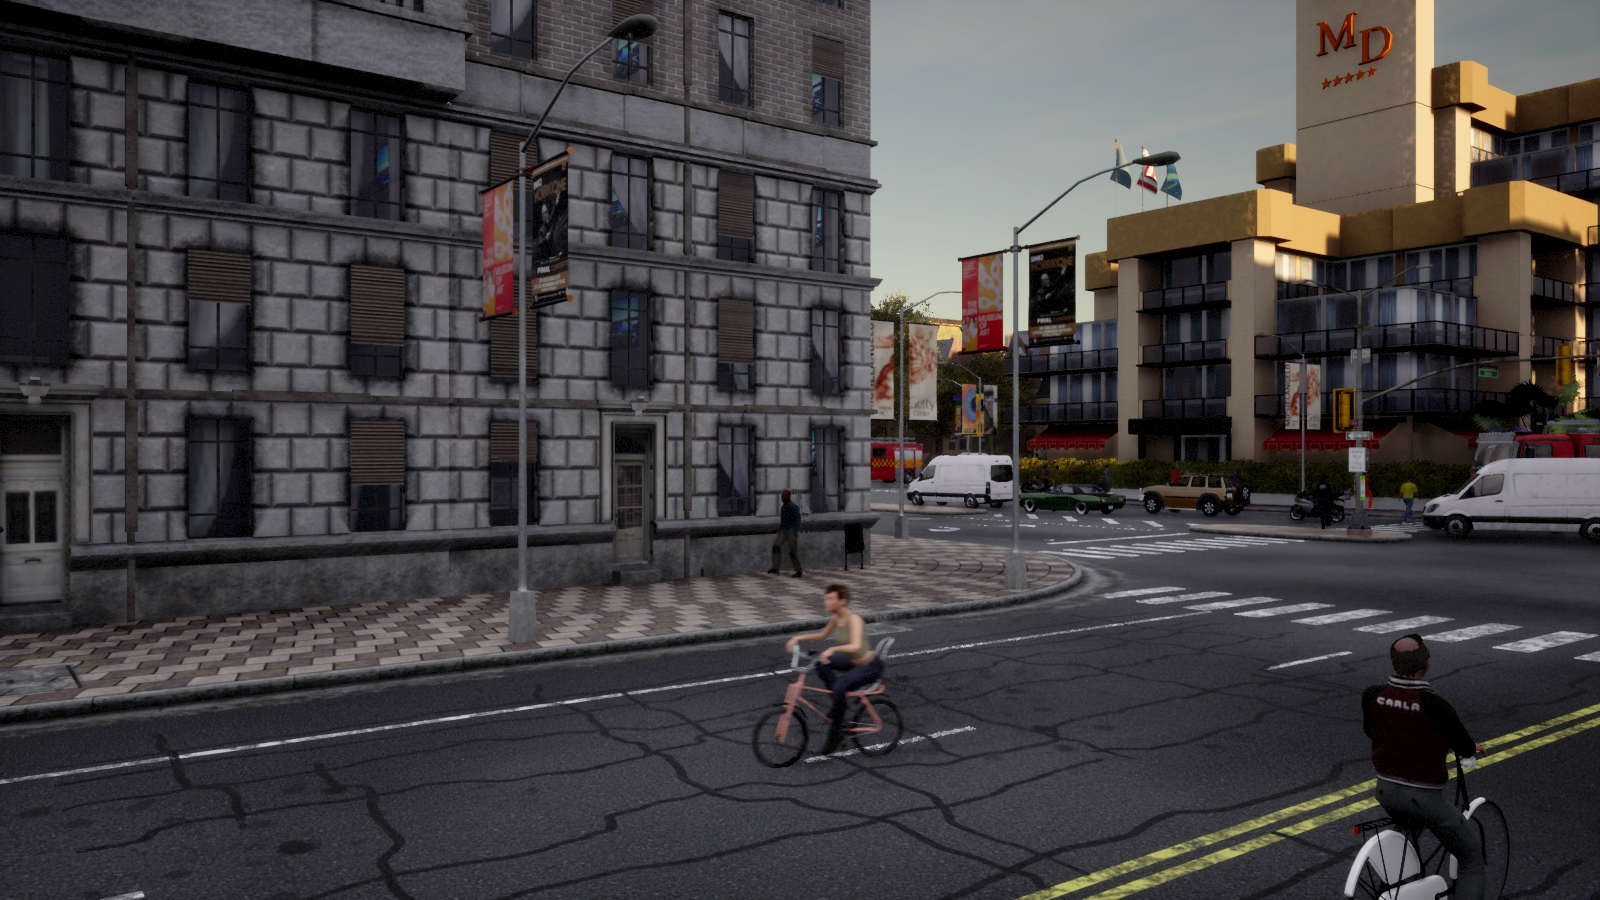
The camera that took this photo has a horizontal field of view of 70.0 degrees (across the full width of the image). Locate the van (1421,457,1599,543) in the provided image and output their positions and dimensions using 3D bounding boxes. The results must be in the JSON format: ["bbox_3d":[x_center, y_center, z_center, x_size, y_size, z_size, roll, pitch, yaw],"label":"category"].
[{"bbox_3d":[23.178,1.534,36.384,5.915,2.561,1.988,0,0,30],"label":"van"}]

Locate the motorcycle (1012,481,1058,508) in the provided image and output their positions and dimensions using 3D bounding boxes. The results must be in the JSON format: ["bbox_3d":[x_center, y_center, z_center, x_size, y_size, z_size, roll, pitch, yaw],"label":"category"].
[{"bbox_3d":[11.640,2.205,56.539,0.867,1.251,2.209,0,0,-37],"label":"motorcycle"}]

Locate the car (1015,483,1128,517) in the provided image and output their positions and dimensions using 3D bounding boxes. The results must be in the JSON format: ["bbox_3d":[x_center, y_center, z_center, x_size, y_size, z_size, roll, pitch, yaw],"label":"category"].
[{"bbox_3d":[11.885,2.155,50.351,1.895,1.301,4.718,0,0,-37],"label":"car"}]

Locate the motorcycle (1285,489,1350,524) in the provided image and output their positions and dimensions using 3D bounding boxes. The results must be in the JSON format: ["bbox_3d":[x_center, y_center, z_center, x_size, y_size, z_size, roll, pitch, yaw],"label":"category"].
[{"bbox_3d":[20.381,2.205,45.032,0.867,1.251,2.209,0,0,-40],"label":"motorcycle"}]

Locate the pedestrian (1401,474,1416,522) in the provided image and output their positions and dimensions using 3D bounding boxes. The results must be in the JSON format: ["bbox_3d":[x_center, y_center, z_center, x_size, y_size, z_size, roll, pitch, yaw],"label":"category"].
[{"bbox_3d":[23.576,1.848,44.244,0.375,1.860,0.375,0,0,-36],"label":"pedestrian"}]

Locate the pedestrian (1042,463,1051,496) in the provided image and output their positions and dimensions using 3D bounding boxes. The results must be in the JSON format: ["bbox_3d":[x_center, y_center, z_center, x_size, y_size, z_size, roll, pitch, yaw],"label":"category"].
[{"bbox_3d":[14.029,1.696,64.995,0.375,1.860,0.375,0,0,-39],"label":"pedestrian"}]

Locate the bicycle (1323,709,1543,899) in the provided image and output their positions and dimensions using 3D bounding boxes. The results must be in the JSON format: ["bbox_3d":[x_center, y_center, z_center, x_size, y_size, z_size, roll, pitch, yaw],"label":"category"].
[{"bbox_3d":[3.626,2.210,6.476,1.835,1.171,0.329,0,0,-35],"label":"bicycle"}]

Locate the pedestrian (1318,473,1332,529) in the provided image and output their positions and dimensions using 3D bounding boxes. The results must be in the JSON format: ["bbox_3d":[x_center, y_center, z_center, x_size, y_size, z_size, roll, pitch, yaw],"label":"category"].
[{"bbox_3d":[17.540,1.704,38.181,0.375,1.860,0.375,0,0,37],"label":"pedestrian"}]

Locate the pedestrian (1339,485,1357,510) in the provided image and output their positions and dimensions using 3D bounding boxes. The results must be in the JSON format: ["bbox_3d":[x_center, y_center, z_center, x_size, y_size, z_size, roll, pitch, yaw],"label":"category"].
[{"bbox_3d":[23.999,2.077,50.010,0.500,1.100,0.500,0,0,-27],"label":"pedestrian"}]

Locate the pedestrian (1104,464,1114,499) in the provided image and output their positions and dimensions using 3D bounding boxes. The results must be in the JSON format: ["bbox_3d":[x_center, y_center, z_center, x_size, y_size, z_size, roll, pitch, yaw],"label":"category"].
[{"bbox_3d":[16.672,1.696,61.691,0.375,1.860,0.375,0,0,-40],"label":"pedestrian"}]

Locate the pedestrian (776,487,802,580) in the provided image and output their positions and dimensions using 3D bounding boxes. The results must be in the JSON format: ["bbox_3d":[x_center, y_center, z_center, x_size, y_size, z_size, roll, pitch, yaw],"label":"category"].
[{"bbox_3d":[-0.233,1.696,23.291,0.375,1.860,0.375,0,0,-38],"label":"pedestrian"}]

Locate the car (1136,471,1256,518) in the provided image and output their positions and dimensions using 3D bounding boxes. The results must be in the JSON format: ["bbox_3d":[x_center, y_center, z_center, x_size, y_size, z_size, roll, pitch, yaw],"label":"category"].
[{"bbox_3d":[17.034,1.864,49.374,1.932,1.855,4.605,0,0,-37],"label":"car"}]

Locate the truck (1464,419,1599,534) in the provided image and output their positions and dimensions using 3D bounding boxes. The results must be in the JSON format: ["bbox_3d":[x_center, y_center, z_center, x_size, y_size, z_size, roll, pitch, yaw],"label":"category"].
[{"bbox_3d":[28.058,0.890,39.405,8.468,3.827,2.891,0,0,5],"label":"truck"}]

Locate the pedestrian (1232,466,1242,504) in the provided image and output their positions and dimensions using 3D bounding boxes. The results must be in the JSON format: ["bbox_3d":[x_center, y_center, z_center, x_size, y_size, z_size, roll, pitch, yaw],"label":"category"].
[{"bbox_3d":[21.188,1.698,55.392,0.375,1.860,0.375,0,0,44],"label":"pedestrian"}]

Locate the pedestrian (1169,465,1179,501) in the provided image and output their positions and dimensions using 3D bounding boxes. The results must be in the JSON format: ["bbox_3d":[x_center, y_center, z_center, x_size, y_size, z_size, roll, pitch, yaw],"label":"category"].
[{"bbox_3d":[19.194,1.696,58.617,0.375,1.860,0.375,0,0,-38],"label":"pedestrian"}]

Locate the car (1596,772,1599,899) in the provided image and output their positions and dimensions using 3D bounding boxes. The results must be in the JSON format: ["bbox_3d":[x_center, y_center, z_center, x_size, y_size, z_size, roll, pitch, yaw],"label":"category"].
[{"bbox_3d":[4.999,1.754,3.274,6.274,2.098,2.390,0,0,-34],"label":"car"}]

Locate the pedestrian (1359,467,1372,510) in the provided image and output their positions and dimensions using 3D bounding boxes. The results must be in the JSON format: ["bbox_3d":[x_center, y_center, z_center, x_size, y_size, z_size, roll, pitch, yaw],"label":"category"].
[{"bbox_3d":[24.740,1.696,49.967,0.375,1.860,0.375,0,0,-27],"label":"pedestrian"}]

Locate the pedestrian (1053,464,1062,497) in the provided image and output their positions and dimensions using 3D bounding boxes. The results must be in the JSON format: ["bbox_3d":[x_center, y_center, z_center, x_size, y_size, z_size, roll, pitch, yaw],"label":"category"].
[{"bbox_3d":[14.505,1.696,64.406,0.375,1.860,0.375,0,0,-37],"label":"pedestrian"}]
